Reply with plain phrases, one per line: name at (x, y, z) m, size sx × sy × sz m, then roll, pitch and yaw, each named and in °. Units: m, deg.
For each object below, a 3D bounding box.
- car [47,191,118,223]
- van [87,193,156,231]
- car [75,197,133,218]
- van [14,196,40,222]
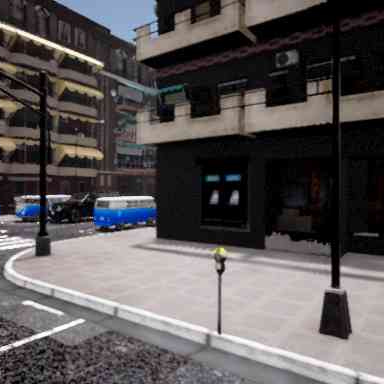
car at (-7.461, 0.998, 23.796) m, size 2.150 × 2.045 × 5.566 m, roll 0°, pitch 1°, yaw 34°
van at (-3.684, 1.163, 19.065) m, size 1.690 × 1.788 × 3.998 m, roll 1°, pitch 1°, yaw 35°
car at (-7.392, 1.240, 28.358) m, size 1.752 × 1.417 × 4.829 m, roll 1°, pitch 2°, yaw 35°
van at (-10.519, 1.130, 23.915) m, size 1.690 × 1.788 × 3.998 m, roll 1°, pitch 2°, yaw 35°
